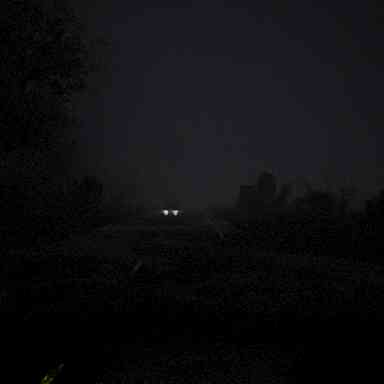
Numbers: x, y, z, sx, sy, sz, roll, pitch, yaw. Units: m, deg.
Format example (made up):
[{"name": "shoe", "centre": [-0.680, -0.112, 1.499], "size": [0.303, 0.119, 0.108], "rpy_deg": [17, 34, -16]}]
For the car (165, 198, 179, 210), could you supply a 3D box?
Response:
[{"name": "car", "centre": [-3.522, 2.122, 58.660], "size": [2.150, 2.045, 5.566], "rpy_deg": [0, -1, 0]}]
